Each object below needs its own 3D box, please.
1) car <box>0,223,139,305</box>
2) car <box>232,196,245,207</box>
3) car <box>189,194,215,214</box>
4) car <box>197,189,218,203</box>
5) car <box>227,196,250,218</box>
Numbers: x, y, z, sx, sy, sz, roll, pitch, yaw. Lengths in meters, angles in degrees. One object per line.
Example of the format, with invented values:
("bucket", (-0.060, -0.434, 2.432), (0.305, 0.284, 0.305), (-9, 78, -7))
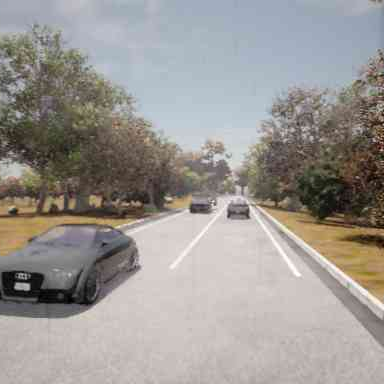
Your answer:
("car", (-2.684, 1.455, 7.775), (1.994, 1.385, 4.181), (1, 0, 8))
("car", (7.030, 1.390, 50.310), (1.812, 1.442, 4.674), (1, 0, 8))
("car", (0.907, 1.305, 32.987), (1.882, 1.535, 5.008), (1, 0, 8))
("car", (1.879, 0.653, 39.352), (2.150, 2.045, 5.566), (1, 0, 8))
("car", (4.083, 1.414, 29.304), (2.128, 1.511, 4.902), (1, 0, 8))
